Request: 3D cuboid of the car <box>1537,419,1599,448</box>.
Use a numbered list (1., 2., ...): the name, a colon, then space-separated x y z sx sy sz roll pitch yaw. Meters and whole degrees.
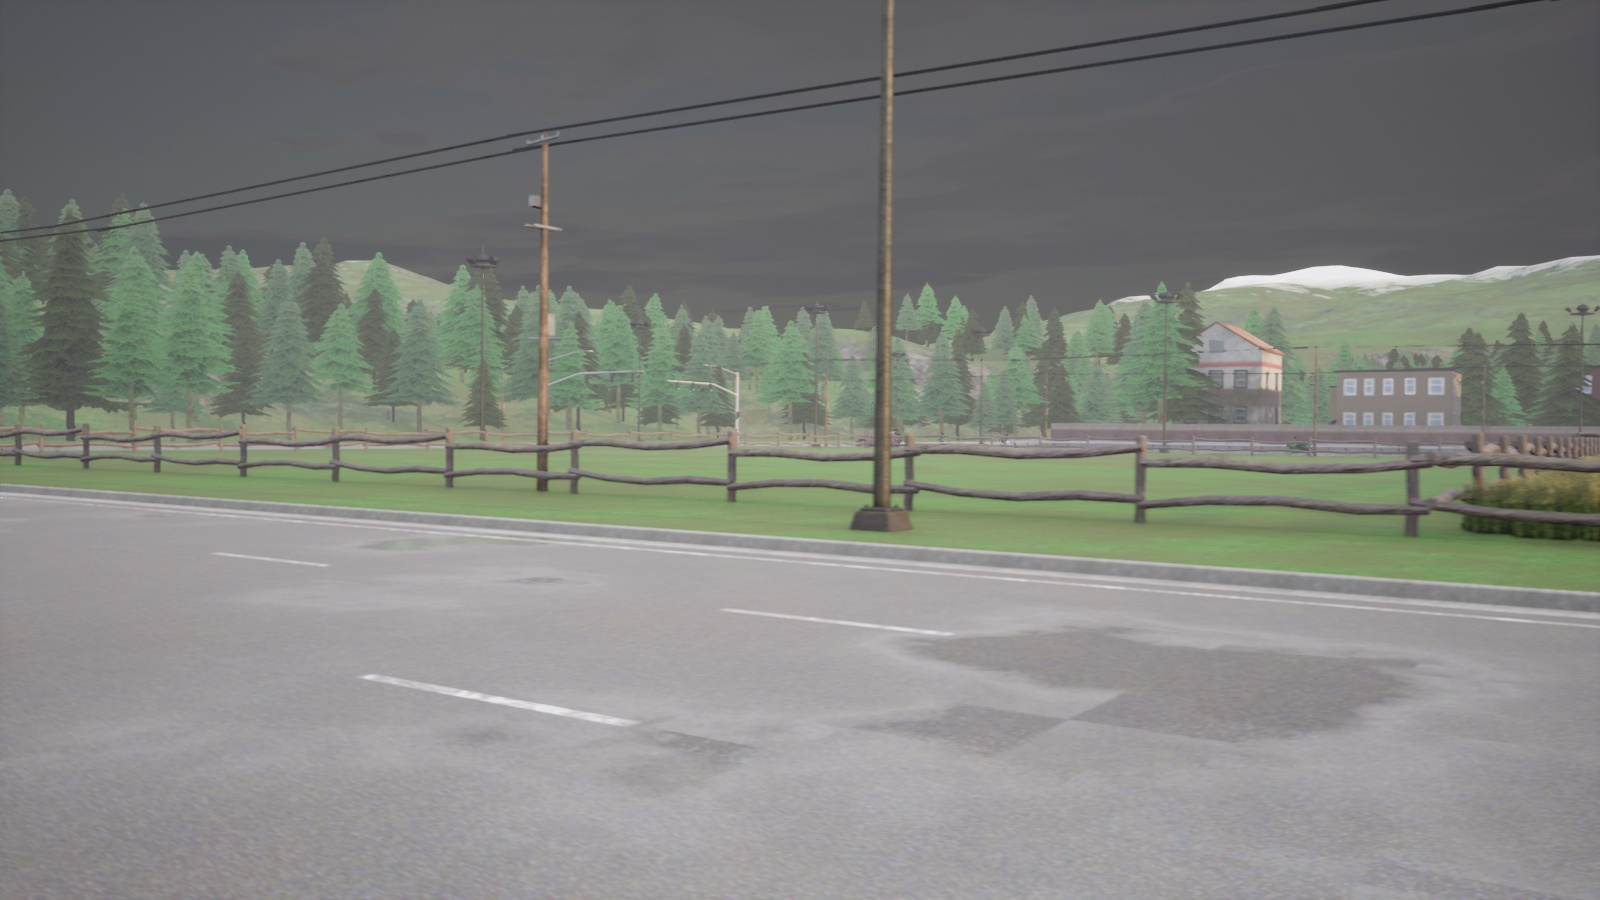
1. car: 50.415 -1.057 81.995 3.866 1.878 1.905 0 1 34
